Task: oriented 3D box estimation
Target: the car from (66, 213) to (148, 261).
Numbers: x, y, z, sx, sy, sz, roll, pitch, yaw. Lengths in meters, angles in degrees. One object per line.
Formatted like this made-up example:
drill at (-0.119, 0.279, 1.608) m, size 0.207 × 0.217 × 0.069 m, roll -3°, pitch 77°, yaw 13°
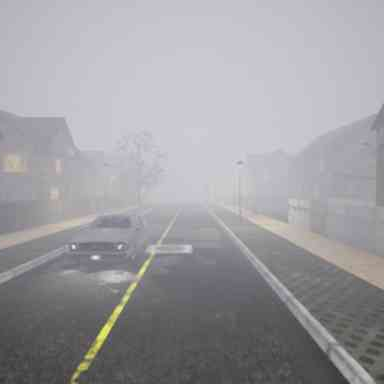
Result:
car at (-2.753, 1.475, 12.162) m, size 2.033 × 1.411 × 5.357 m, roll 0°, pitch 0°, yaw 0°
